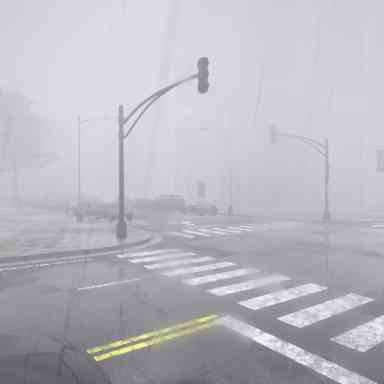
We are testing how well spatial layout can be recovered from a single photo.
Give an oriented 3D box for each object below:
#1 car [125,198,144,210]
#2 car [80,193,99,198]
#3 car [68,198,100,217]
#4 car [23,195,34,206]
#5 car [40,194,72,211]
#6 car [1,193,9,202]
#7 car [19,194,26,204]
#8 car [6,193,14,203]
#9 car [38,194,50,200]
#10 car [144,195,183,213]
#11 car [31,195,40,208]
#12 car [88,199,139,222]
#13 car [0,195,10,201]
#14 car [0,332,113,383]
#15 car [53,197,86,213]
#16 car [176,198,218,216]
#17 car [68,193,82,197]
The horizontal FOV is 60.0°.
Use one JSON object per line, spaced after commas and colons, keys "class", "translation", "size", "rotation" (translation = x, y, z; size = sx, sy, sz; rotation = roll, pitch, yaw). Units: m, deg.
{"class": "car", "translation": [-5.961, 1.429, 39.902], "size": [1.947, 1.339, 4.313], "rotation": [0, 0, -36]}
{"class": "car", "translation": [-15.963, 1.365, 53.544], "size": [1.887, 1.381, 4.507], "rotation": [0, 0, -36]}
{"class": "car", "translation": [-9.504, 1.492, 30.317], "size": [1.947, 1.339, 4.313], "rotation": [0, 0, -36]}
{"class": "car", "translation": [-22.740, 1.391, 48.371], "size": [1.752, 1.417, 4.829], "rotation": [0, 0, -36]}
{"class": "car", "translation": [-16.172, 1.332, 39.412], "size": [1.967, 1.590, 4.097], "rotation": [0, 0, -36]}
{"class": "car", "translation": [-36.180, 1.140, 66.701], "size": [2.192, 1.841, 5.009], "rotation": [0, 0, -36]}
{"class": "car", "translation": [-26.176, 1.420, 53.057], "size": [1.947, 1.339, 4.313], "rotation": [0, 0, -36]}
{"class": "car", "translation": [-32.845, 1.380, 62.153], "size": [1.887, 1.381, 4.507], "rotation": [0, 0, -36]}
{"class": "car", "translation": [-36.067, 1.288, 80.966], "size": [1.752, 1.417, 4.829], "rotation": [0, 0, -36]}
{"class": "car", "translation": [-2.627, 1.195, 35.354], "size": [2.192, 1.841, 5.009], "rotation": [0, 0, -36]}
{"class": "car", "translation": [-19.507, 1.460, 43.961], "size": [1.802, 1.307, 4.206], "rotation": [0, 0, -36]}
{"class": "car", "translation": [-6.169, 1.512, 25.768], "size": [1.947, 1.339, 4.313], "rotation": [0, 0, -36]}
{"class": "car", "translation": [-42.847, 1.390, 75.797], "size": [1.802, 1.307, 4.206], "rotation": [0, 0, -36]}
{"class": "car", "translation": [-2.723, 1.505, 1.487], "size": [4.892, 1.490, 1.837], "rotation": [0, 0, -37]}
{"class": "car", "translation": [-12.838, 1.491, 34.865], "size": [1.802, 1.307, 4.206], "rotation": [0, 0, -36]}
{"class": "car", "translation": [0.708, 1.482, 30.807], "size": [1.802, 1.307, 4.206], "rotation": [0, 0, -36]}
{"class": "car", "translation": [-19.297, 1.124, 58.091], "size": [2.192, 1.841, 5.009], "rotation": [0, 0, -36]}
